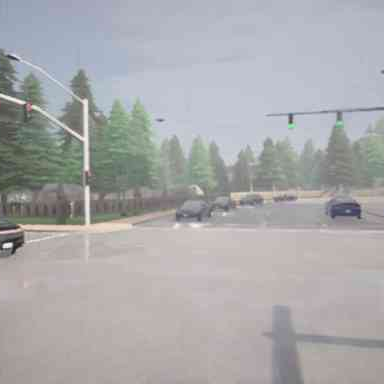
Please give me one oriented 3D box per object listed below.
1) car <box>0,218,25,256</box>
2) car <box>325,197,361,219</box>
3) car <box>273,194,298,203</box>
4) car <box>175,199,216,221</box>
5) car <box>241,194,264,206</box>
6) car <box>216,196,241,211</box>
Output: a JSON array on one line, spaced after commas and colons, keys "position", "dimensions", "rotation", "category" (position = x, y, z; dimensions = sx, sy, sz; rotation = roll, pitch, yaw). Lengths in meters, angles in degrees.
[{"position": [-8.119, 1.548, 11.679], "dimensions": [4.902, 1.511, 2.128], "rotation": [-1, 0, 24], "category": "car"}, {"position": [11.057, 1.097, 24.571], "dimensions": [1.882, 1.535, 5.008], "rotation": [-1, 1, 15], "category": "car"}, {"position": [14.459, 0.937, 51.372], "dimensions": [4.718, 1.301, 1.895], "rotation": [-1, 1, -45], "category": "car"}, {"position": [0.211, 1.299, 25.062], "dimensions": [1.812, 1.442, 4.674], "rotation": [-1, 1, 17], "category": "car"}, {"position": [7.858, 1.005, 43.609], "dimensions": [1.837, 1.490, 4.892], "rotation": [-1, 1, 34], "category": "car"}, {"position": [3.288, 1.172, 34.495], "dimensions": [1.812, 1.442, 4.674], "rotation": [-1, 1, 22], "category": "car"}]
